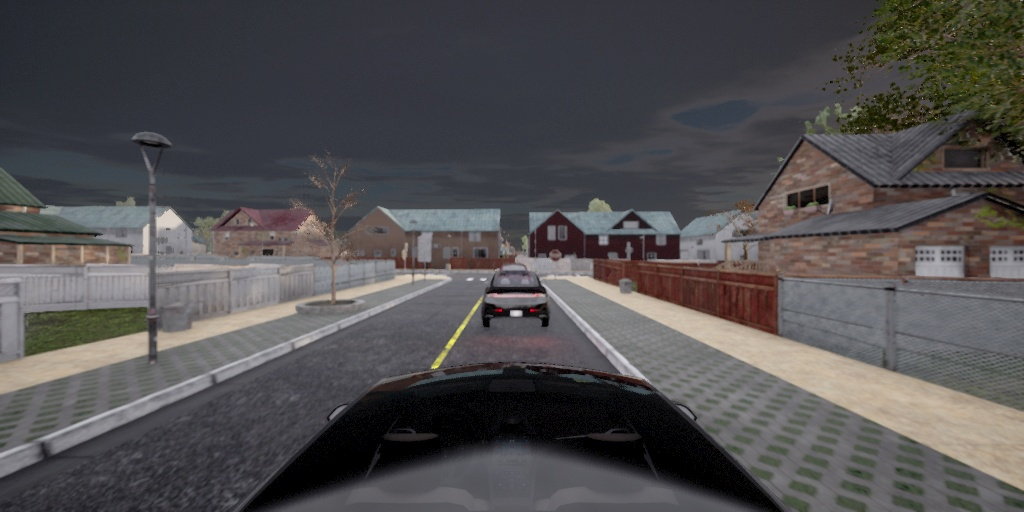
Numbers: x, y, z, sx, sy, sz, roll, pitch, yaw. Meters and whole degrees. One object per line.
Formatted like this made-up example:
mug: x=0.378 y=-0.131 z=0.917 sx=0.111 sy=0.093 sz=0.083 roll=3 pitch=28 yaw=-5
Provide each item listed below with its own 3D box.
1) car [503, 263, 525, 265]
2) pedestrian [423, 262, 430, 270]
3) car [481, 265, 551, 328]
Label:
car: x=0.098 y=1.134 z=20.937 sx=1.882 sy=1.535 sz=5.008 roll=0 pitch=0 yaw=0
pedestrian: x=-9.356 y=0.622 z=39.204 sx=0.375 sy=1.860 sz=0.375 roll=0 pitch=0 yaw=1
car: x=0.099 y=1.193 z=11.192 sx=2.128 sy=1.511 sz=4.902 roll=0 pitch=0 yaw=0
